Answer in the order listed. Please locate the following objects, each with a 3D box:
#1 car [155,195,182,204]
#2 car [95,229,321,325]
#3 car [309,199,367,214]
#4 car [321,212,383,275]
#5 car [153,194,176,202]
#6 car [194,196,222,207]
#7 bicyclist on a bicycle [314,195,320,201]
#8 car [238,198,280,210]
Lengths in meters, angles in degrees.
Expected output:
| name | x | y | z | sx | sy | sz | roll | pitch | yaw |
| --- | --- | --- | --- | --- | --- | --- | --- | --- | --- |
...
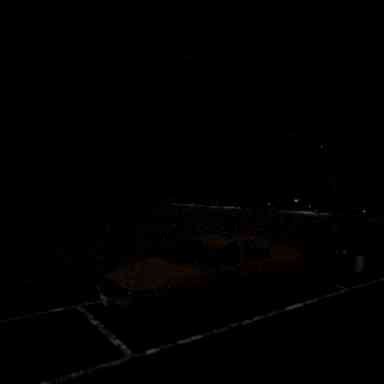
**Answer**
| name | x | y | z | sx | sy | sz | roll | pitch | yaw |
| --- | --- | --- | --- | --- | --- | --- | --- | --- | --- |
| car | -3.530 | 1.149 | 52.257 | 1.895 | 1.301 | 4.718 | 1 | 0 | -34 |
| car | 0.464 | 1.519 | 7.069 | 4.829 | 1.417 | 1.752 | 0 | 1 | -35 |
| car | 12.617 | 1.298 | 29.040 | 2.128 | 1.511 | 4.902 | 1 | 0 | -35 |
| car | 5.197 | 1.530 | 10.412 | 4.507 | 1.381 | 1.887 | 0 | 1 | -35 |
| car | -4.972 | 1.112 | 59.842 | 1.895 | 1.301 | 4.718 | 1 | 0 | -35 |
| car | 2.132 | 1.204 | 44.094 | 1.994 | 1.385 | 4.181 | 1 | 0 | -34 |
| bicyclist on a bicycle | 14.153 | 1.104 | 37.748 | 1.656 | 1.620 | 0.582 | 0 | 0 | -35 |
| car | 7.316 | 1.323 | 36.643 | 1.895 | 1.301 | 4.718 | 1 | 0 | -35 |
